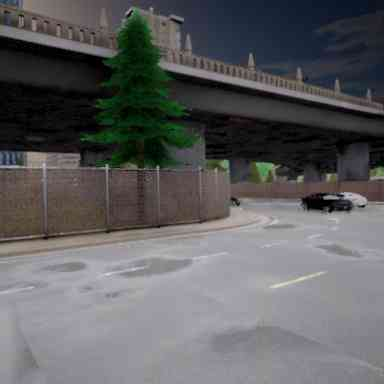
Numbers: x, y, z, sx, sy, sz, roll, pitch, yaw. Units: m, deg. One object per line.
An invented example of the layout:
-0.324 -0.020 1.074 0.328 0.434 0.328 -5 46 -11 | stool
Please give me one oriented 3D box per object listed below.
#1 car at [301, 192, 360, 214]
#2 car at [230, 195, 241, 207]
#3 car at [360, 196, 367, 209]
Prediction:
10.633 0.830 26.520 1.882 1.535 5.008 -1 1 -11 | car
3.623 0.908 36.856 1.994 1.385 4.181 -2 1 -26 | car
13.677 0.755 30.092 1.812 1.442 4.674 -1 1 -13 | car
